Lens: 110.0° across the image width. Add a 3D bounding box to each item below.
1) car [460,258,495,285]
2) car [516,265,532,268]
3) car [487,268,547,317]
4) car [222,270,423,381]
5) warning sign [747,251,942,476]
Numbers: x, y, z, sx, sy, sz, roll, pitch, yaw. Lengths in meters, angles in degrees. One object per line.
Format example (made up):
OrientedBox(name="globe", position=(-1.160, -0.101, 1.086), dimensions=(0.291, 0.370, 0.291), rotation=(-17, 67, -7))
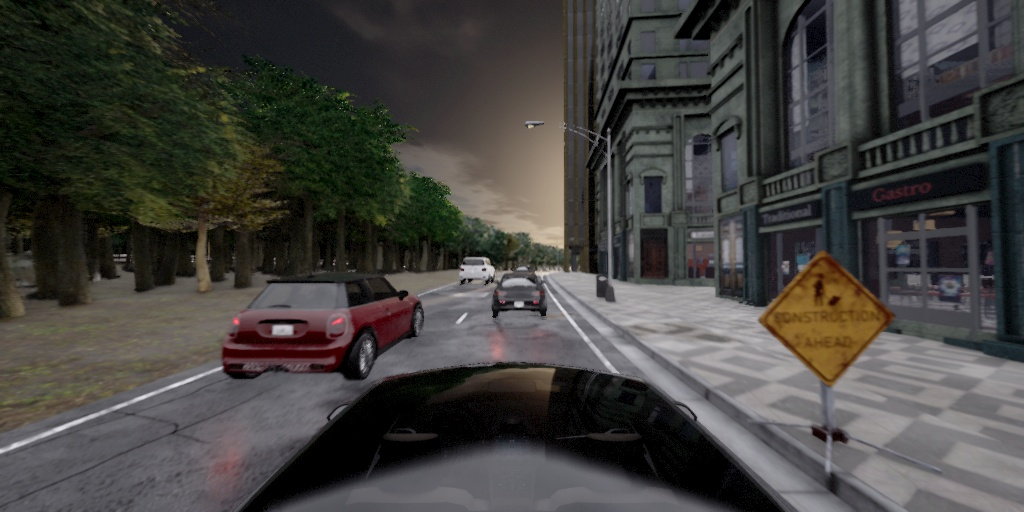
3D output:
OrientedBox(name="car", position=(-2.637, 1.152, 28.081), dimensions=(2.150, 2.045, 5.566), rotation=(0, -1, 3))
OrientedBox(name="car", position=(0.995, 1.482, 29.987), dimensions=(1.812, 1.442, 4.674), rotation=(0, -1, 4))
OrientedBox(name="car", position=(0.278, 1.322, 13.268), dimensions=(1.812, 1.442, 4.674), rotation=(0, 0, 1))
OrientedBox(name="car", position=(-3.354, 1.123, 7.433), dimensions=(2.097, 1.767, 4.553), rotation=(0, 0, 1))
OrientedBox(name="warning sign", position=(3.052, 0.876, 3.447), dimensions=(1.300, 1.860, 1.060), rotation=(0, 0, 0))
